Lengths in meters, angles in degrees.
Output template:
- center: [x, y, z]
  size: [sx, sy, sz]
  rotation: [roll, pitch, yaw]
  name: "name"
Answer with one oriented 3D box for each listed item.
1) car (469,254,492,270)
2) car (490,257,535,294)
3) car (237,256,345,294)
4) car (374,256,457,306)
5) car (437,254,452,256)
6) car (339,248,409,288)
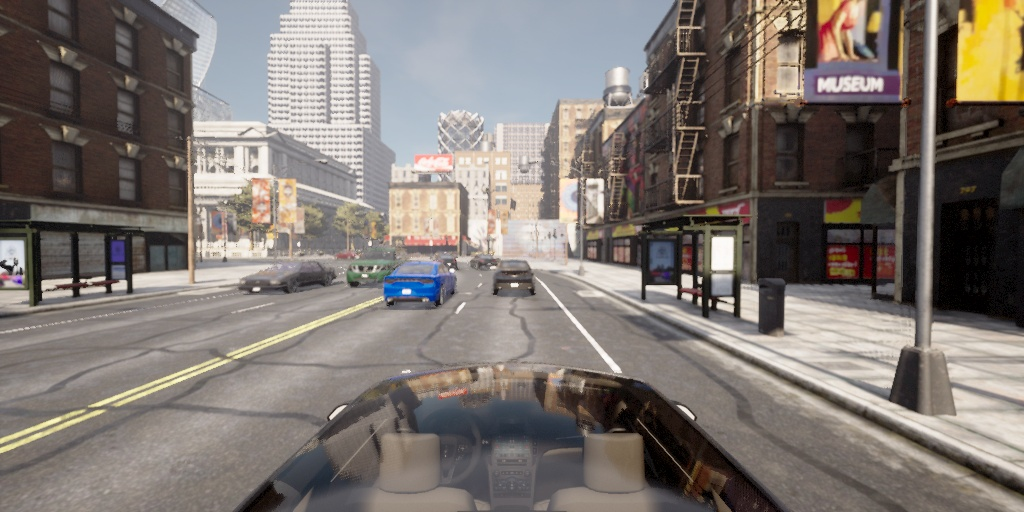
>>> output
- center: [-2.820, 0.529, 34.309]
  size: [1.812, 1.442, 4.674]
  rotation: [0, 1, -19]
  name: "car"
- center: [0.049, 0.899, 17.253]
  size: [1.837, 1.490, 4.892]
  rotation: [0, 1, -1]
  name: "car"
- center: [-10.579, 0.935, 17.513]
  size: [2.033, 1.411, 5.357]
  rotation: [0, 1, 0]
  name: "car"
- center: [-3.404, 0.945, 14.046]
  size: [1.882, 1.535, 5.008]
  rotation: [0, 1, 0]
  name: "car"
- center: [-6.493, 0.530, 34.257]
  size: [1.812, 1.442, 4.674]
  rotation: [0, 1, -21]
  name: "car"
- center: [-7.221, 0.550, 20.104]
  size: [2.150, 2.045, 5.566]
  rotation: [0, 1, -2]
  name: "car"
